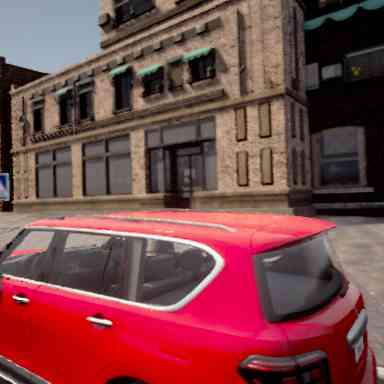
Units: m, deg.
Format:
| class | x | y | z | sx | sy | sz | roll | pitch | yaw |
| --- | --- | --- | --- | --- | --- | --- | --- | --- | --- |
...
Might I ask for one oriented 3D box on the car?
| class | x | y | z | sx | sy | sz | roll | pitch | yaw |
| --- | --- | --- | --- | --- | --- | --- | --- | --- | --- |
| car | -0.960 | 1.244 | 4.001 | 5.566 | 2.045 | 2.435 | 0 | 0 | 36 |
